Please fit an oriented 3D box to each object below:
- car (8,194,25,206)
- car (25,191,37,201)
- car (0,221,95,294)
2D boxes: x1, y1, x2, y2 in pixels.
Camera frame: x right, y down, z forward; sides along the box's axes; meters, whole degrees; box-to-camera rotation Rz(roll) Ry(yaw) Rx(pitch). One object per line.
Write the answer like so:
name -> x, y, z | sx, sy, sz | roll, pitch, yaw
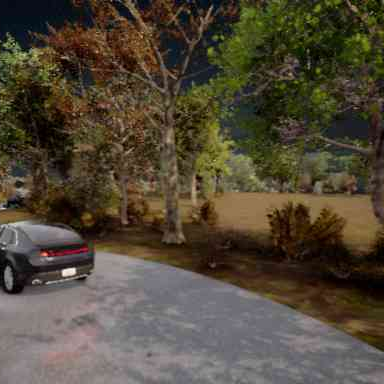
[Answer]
car -> -32.301, 1.453, 61.326 | 2.150, 2.045, 5.566 | -1, 1, -16
car -> -37.796, 0.939, 78.271 | 2.150, 2.045, 5.566 | 0, 3, -21
car -> -4.487, 1.557, 9.088 | 4.892, 1.490, 1.837 | -1, 0, 44
